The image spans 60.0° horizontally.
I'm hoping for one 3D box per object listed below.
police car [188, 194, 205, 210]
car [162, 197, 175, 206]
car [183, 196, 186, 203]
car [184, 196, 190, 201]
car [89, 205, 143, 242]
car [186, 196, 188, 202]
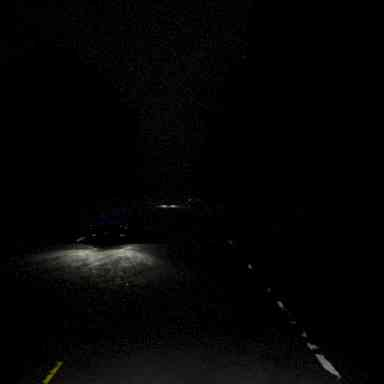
[{"bbox_3d":[0.731,1.484,44.099,1.930,1.638,5.238,0,0,-1],"label":"police car"},{"bbox_3d":[-4.125,1.664,59.008,1.837,1.490,4.892,0,0,-1],"label":"car"},{"bbox_3d":[-0.986,1.746,77.426,2.128,1.511,4.902,0,-1,-2],"label":"car"},{"bbox_3d":[-1.485,1.912,94.927,1.812,1.442,4.674,0,-1,-2],"label":"car"},{"bbox_3d":[-3.649,1.471,16.671,1.882,1.535,5.008,0,0,0],"label":"car"},{"bbox_3d":[0.429,1.375,60.045,2.150,2.045,5.566,-1,0,-1],"label":"car"}]
